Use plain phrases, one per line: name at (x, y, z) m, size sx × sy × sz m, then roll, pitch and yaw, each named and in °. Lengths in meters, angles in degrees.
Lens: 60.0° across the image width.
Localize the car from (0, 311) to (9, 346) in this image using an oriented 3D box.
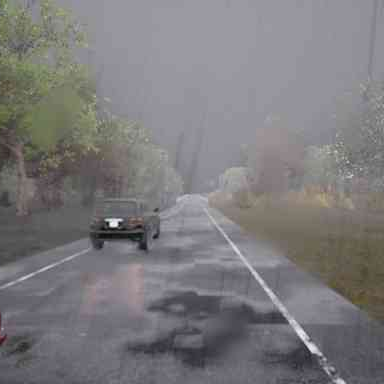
car at (-3.199, 1.608, 1.893) m, size 1.895 × 1.301 × 4.718 m, roll 0°, pitch 0°, yaw 2°

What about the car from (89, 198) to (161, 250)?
car at (-2.753, 1.276, 14.813) m, size 2.150 × 2.045 × 5.566 m, roll 0°, pitch 0°, yaw 2°
